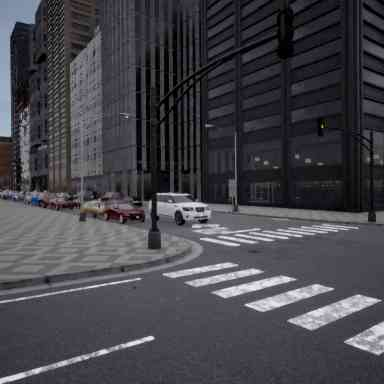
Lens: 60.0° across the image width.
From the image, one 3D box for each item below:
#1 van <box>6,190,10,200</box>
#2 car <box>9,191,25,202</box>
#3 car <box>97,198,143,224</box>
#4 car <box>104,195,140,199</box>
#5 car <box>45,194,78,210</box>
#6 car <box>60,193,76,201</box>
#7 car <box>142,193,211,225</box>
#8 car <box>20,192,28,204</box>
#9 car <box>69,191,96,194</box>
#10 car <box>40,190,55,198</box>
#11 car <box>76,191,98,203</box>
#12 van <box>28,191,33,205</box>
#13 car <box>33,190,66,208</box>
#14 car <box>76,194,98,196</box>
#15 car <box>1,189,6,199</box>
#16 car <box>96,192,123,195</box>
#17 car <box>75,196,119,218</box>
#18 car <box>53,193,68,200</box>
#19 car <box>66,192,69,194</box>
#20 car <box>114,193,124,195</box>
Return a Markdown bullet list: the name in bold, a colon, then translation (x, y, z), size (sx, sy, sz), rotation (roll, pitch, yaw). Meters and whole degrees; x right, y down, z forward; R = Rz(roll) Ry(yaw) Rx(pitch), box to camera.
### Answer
- **van**: translation (-34.660, 0.746, 65.026), size (1.690, 1.788, 3.998), rotation (0, 1, -36)
- **car**: translation (-31.359, 0.903, 60.474), size (1.967, 1.590, 4.097), rotation (0, 1, -36)
- **car**: translation (-4.945, 1.416, 24.045), size (1.887, 1.381, 4.507), rotation (0, 1, -36)
- **car**: translation (-7.045, 1.327, 31.630), size (2.033, 1.411, 5.357), rotation (-1, 1, -35)
- **car**: translation (-14.851, 1.275, 37.706), size (1.887, 1.381, 4.507), rotation (0, 1, -36)
- **car**: translation (-24.456, 0.948, 65.476), size (1.802, 1.307, 4.206), rotation (0, 1, -36)
- **car**: translation (-1.036, 1.085, 23.331), size (2.150, 2.045, 5.566), rotation (-1, 1, -36)
- **car**: translation (-24.757, 1.125, 51.368), size (2.008, 1.369, 4.403), rotation (0, 1, -36)
- **car**: translation (-15.678, 0.799, 48.877), size (2.150, 2.045, 5.566), rotation (-1, 1, -38)
- **car**: translation (-34.359, 0.508, 79.133), size (2.192, 1.841, 5.009), rotation (0, 1, -36)
- **car**: translation (-17.852, 0.793, 56.367), size (2.192, 1.841, 5.009), rotation (0, 1, -36)
- **van**: translation (-21.454, 0.969, 46.812), size (1.690, 1.788, 3.998), rotation (0, 1, -36)
- **car**: translation (-18.152, 0.995, 42.258), size (2.192, 1.841, 5.009), rotation (0, 1, -36)
- **car**: translation (-12.935, 1.258, 39.778), size (1.994, 1.385, 4.181), rotation (-1, 1, -35)
- **car**: translation (-37.962, 0.663, 69.579), size (2.192, 1.841, 5.009), rotation (0, 1, -36)
- **car**: translation (-11.249, 0.898, 47.260), size (2.192, 1.841, 5.009), rotation (0, 1, -36)
- **car**: translation (-8.148, 1.352, 28.461), size (1.752, 1.417, 4.829), rotation (0, 1, -36)
- **car**: translation (-27.757, 0.853, 70.029), size (1.887, 1.381, 4.507), rotation (0, 1, -36)
- **car**: translation (-21.857, 0.829, 57.332), size (2.097, 1.767, 4.553), rotation (-1, 1, -36)
- **car**: translation (-7.948, 1.199, 42.709), size (1.947, 1.339, 4.313), rotation (0, 1, -36)
